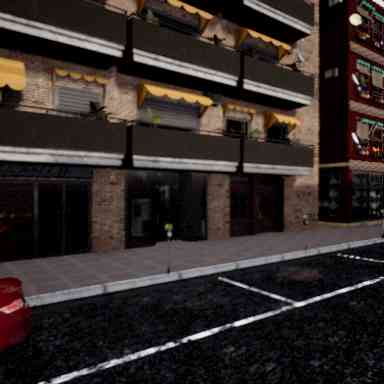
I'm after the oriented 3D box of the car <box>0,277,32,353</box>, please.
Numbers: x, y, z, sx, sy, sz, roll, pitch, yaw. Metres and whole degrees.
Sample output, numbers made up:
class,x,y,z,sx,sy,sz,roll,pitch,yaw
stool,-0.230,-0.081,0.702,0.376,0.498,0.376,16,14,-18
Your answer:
class,x,y,z,sx,sy,sz,roll,pitch,yaw
car,-4.095,1.580,3.648,4.206,1.307,1.802,0,0,-35
